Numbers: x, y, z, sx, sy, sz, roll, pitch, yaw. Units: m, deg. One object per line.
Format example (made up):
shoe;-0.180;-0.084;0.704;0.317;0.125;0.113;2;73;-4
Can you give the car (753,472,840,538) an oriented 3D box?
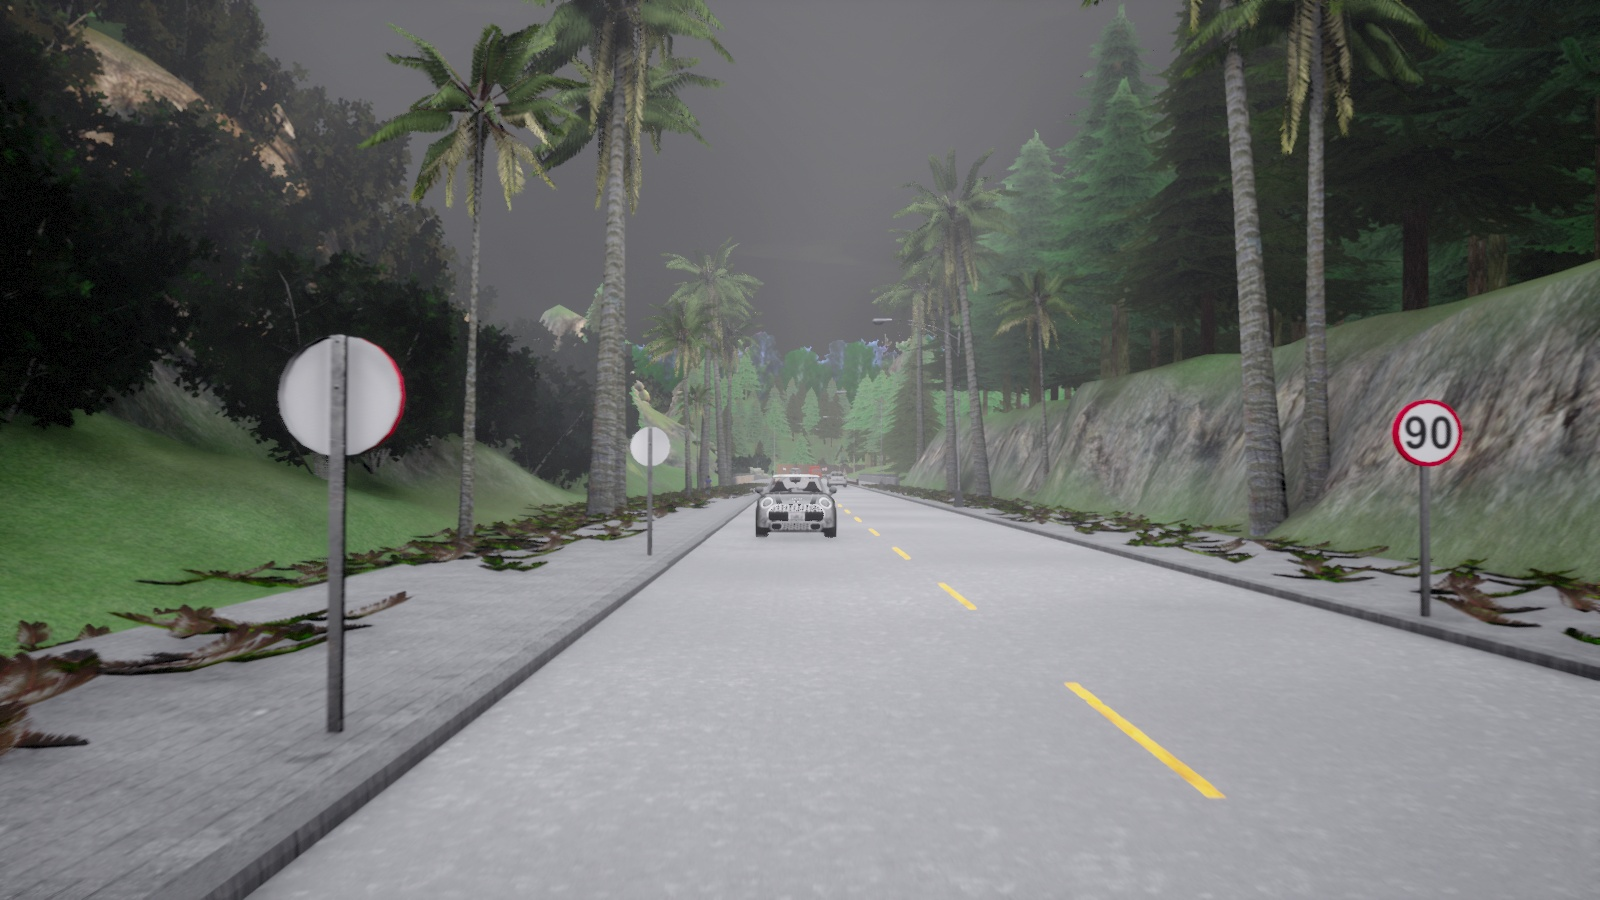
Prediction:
car;-0.083;1.286;30.249;1.970;1.475;3.806;0;-1;0
